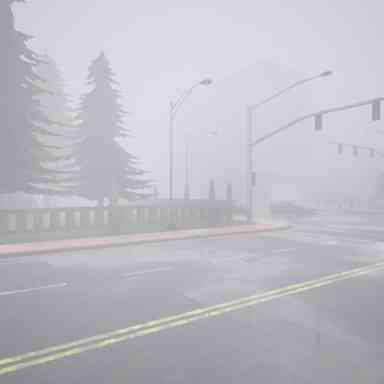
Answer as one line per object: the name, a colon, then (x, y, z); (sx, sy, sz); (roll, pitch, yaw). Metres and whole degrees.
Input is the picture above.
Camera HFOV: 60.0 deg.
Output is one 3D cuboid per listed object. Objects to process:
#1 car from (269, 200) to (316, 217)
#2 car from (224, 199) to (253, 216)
car: (9.331, 1.524, 31.231); (1.812, 1.442, 4.674); (0, 0, -35)
car: (3.804, 1.476, 32.966); (1.882, 1.535, 5.008); (0, 0, -35)
